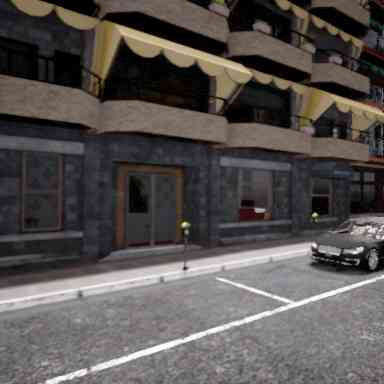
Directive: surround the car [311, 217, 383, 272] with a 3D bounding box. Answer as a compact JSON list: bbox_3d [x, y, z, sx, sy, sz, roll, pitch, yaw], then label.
[{"bbox_3d":[5.575,1.502,10.522,4.403,1.369,2.008,0,1,-35],"label":"car"}]
